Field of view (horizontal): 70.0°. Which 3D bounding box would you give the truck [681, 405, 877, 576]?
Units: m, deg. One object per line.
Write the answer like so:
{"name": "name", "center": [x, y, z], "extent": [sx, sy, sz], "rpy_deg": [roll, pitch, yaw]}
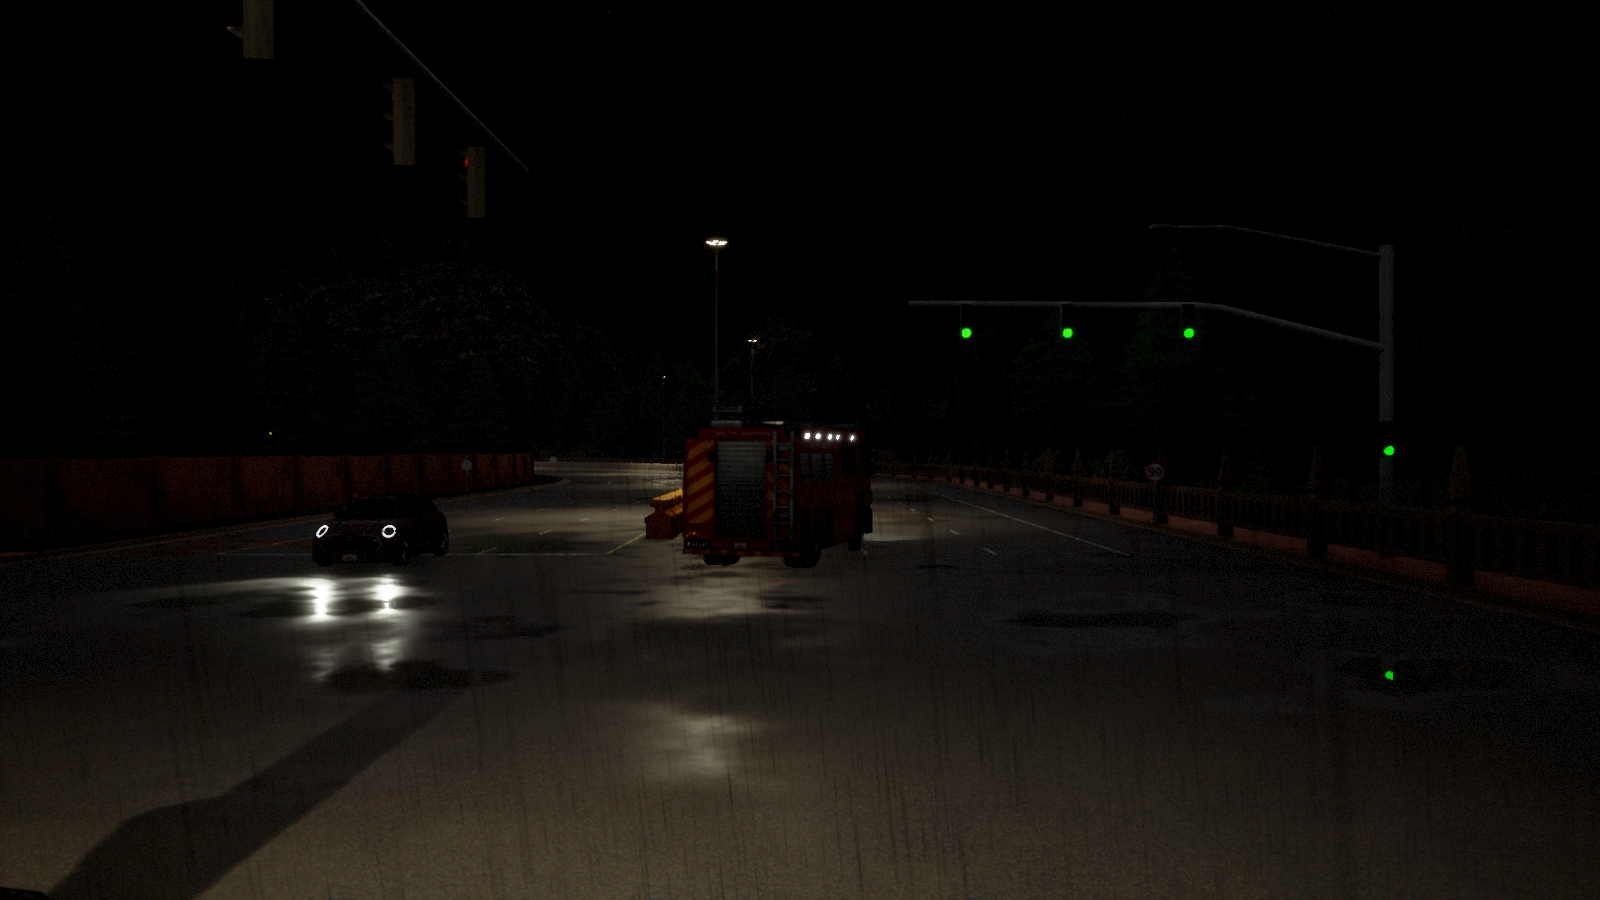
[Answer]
{"name": "truck", "center": [-0.235, 0.902, 30.089], "extent": [2.891, 3.827, 8.468], "rpy_deg": [0, 0, 15]}

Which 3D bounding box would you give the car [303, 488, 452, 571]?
{"name": "car", "center": [-10.499, 1.917, 28.794], "extent": [2.097, 1.767, 4.553], "rpy_deg": [0, 0, 0]}
